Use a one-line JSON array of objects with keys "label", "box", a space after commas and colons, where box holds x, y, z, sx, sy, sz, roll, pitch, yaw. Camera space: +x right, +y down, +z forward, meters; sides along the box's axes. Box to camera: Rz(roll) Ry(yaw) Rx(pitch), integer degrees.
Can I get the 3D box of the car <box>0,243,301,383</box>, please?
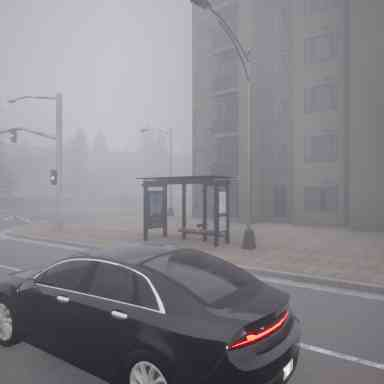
[{"label": "car", "box": [-1.020, 1.505, 4.710, 4.892, 1.490, 1.837, 0, 0, 35]}]
